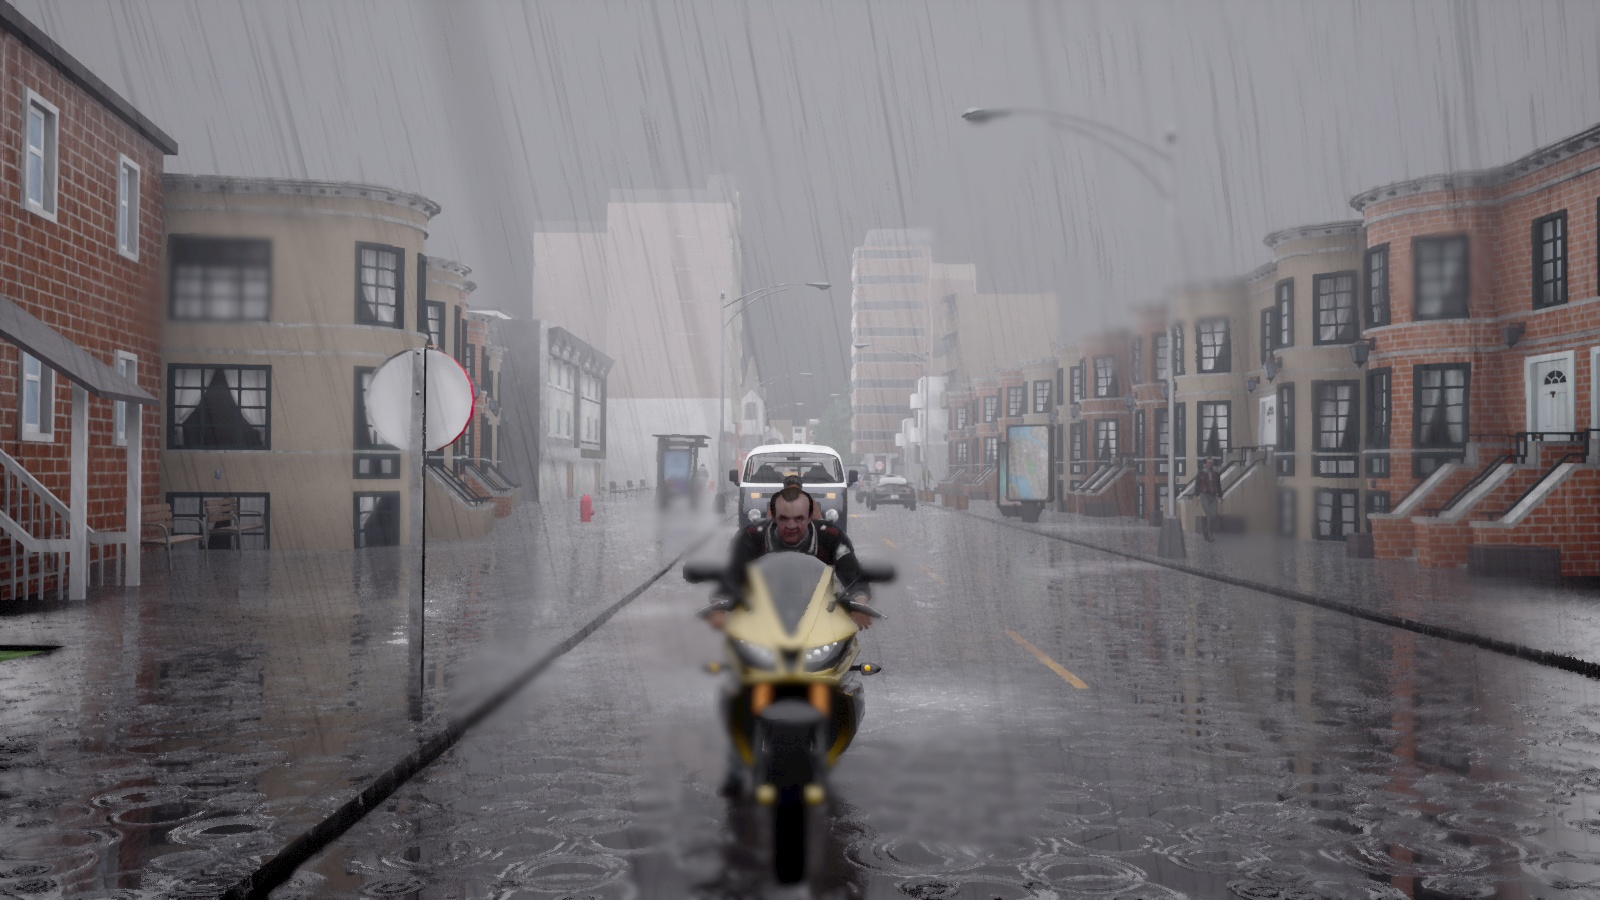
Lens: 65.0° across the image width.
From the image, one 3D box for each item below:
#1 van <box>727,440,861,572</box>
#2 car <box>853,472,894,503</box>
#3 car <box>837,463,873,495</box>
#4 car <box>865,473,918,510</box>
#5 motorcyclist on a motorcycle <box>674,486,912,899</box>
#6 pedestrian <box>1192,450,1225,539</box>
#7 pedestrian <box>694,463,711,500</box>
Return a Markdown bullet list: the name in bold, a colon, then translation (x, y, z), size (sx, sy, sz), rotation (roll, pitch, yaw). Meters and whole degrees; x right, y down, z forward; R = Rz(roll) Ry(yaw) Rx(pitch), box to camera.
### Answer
- **van**: translation (-0.106, 0.902, 21.712), size (2.069, 2.038, 4.480), rotation (0, -1, 0)
- **car**: translation (3.707, 1.877, 63.503), size (1.845, 1.501, 3.633), rotation (0, -1, 0)
- **car**: translation (3.597, 1.909, 83.003), size (2.150, 2.045, 5.566), rotation (0, -1, 0)
- **car**: translation (3.758, 1.699, 52.171), size (1.812, 1.442, 4.674), rotation (0, -1, 0)
- **motorcyclist on a motorcycle**: translation (-0.032, 0.945, 5.682), size (0.866, 1.530, 2.191), rotation (0, -1, 0)
- **pedestrian**: translation (8.601, 0.933, 26.458), size (0.376, 1.854, 0.720), rotation (0, -1, -9)
- **pedestrian**: translation (-5.218, 1.673, 67.327), size (0.659, 1.952, 0.873), rotation (0, -1, 12)
